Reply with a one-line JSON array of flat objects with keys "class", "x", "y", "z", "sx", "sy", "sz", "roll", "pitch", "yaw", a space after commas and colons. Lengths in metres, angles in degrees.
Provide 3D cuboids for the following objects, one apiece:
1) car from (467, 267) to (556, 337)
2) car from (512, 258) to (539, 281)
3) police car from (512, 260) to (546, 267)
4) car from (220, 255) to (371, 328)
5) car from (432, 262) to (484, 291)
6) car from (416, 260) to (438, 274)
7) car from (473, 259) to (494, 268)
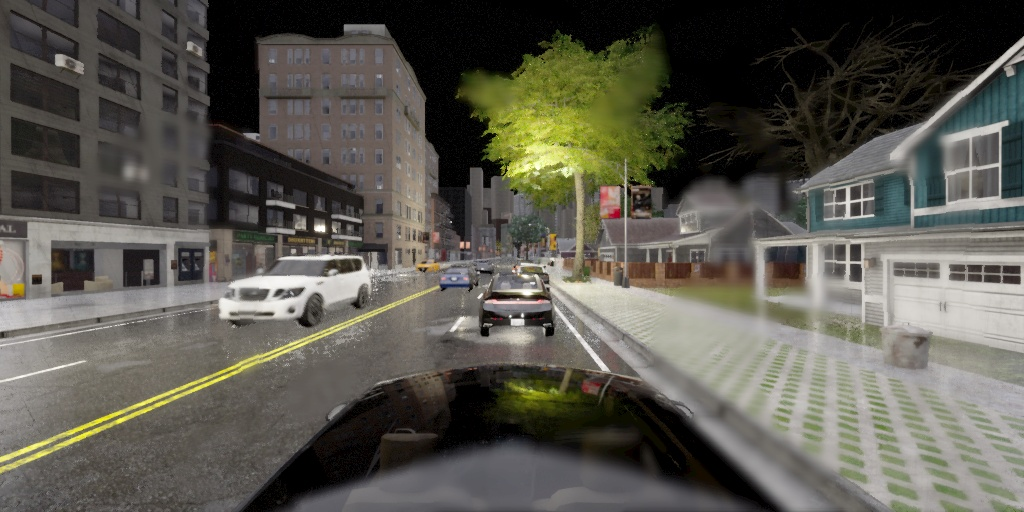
[{"class": "car", "x": 0.128, "y": 1.239, "z": 10.296, "sx": 2.128, "sy": 1.511, "sz": 4.902, "roll": 0, "pitch": 0, "yaw": 0}, {"class": "car", "x": 1.074, "y": 1.081, "z": 30.406, "sx": 2.097, "sy": 1.767, "sz": 4.553, "roll": 0, "pitch": 0, "yaw": 0}, {"class": "police car", "x": 1.040, "y": 1.165, "z": 20.545, "sx": 1.930, "sy": 1.638, "sz": 5.238, "roll": 0, "pitch": 0, "yaw": 0}, {"class": "car", "x": -6.565, "y": 0.968, "z": 11.786, "sx": 2.150, "sy": 2.045, "sz": 5.566, "roll": 0, "pitch": 0, "yaw": 0}, {"class": "car", "x": -3.081, "y": 1.286, "z": 21.769, "sx": 2.033, "sy": 1.411, "sz": 5.357, "roll": 0, "pitch": 0, "yaw": 0}, {"class": "car", "x": -9.711, "y": 1.197, "z": 41.588, "sx": 1.882, "sy": 1.535, "sz": 5.008, "roll": 0, "pitch": 0, "yaw": 0}, {"class": "car", "x": -3.020, "y": 1.285, "z": 39.145, "sx": 1.994, "sy": 1.385, "sz": 4.181, "roll": 0, "pitch": 0, "yaw": 0}]
